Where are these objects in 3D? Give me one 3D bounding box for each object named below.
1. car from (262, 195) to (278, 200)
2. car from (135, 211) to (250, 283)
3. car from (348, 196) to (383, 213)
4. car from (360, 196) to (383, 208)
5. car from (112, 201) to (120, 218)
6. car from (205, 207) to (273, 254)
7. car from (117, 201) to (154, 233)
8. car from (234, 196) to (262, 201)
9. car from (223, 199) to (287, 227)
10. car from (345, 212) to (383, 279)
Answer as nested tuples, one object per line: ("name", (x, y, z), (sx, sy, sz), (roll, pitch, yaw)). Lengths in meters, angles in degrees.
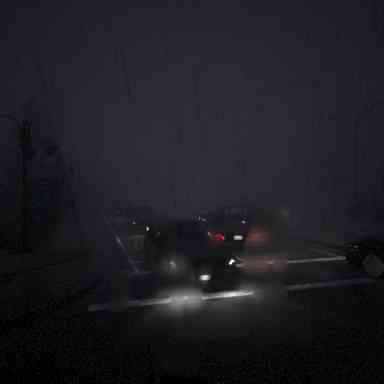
("car", (10.423, 1.276, 47.074), (2.152, 1.636, 5.027), (0, 0, -17))
("car", (-0.371, 1.542, 10.093), (2.033, 1.411, 5.357), (0, 0, -14))
("car", (15.633, 1.355, 29.149), (1.970, 1.475, 3.806), (0, 0, -17))
("car", (23.971, 1.272, 43.118), (1.845, 1.501, 3.633), (0, 0, -17))
("car", (-6.222, 1.514, 30.091), (2.033, 1.411, 5.357), (0, 0, -17))
("car", (1.355, 1.538, 13.383), (2.033, 1.411, 5.357), (0, 0, -3))
("car", (-3.083, 1.528, 19.933), (2.033, 1.411, 5.357), (0, 0, -17))
("car", (7.433, 1.286, 46.124), (2.007, 1.523, 4.514), (0, 0, -17))
("car", (2.861, 1.466, 19.888), (5.357, 1.411, 2.033), (-3, 1, -15))
("car", (6.521, 1.475, 8.214), (5.008, 1.535, 1.882), (0, 0, 40))
